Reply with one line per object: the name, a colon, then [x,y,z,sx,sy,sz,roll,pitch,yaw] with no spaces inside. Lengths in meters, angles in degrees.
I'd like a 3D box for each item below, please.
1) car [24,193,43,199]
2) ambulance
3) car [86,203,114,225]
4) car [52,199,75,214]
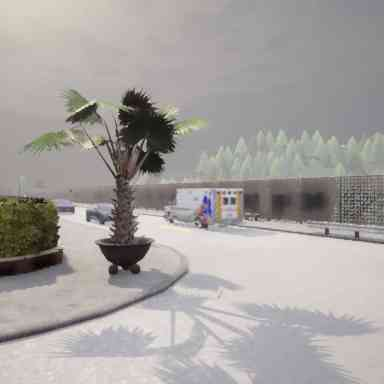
car: [-23.083,1.212,48.158,2.150,2.045,5.566,0,0,-35]
ambulance: [0.510,1.031,21.734,2.351,2.431,6.366,0,0,-35]
car: [-6.382,1.526,24.413,1.812,1.442,4.674,0,0,-36]
car: [-13.672,1.478,34.697,1.882,1.535,5.008,0,0,-35]
